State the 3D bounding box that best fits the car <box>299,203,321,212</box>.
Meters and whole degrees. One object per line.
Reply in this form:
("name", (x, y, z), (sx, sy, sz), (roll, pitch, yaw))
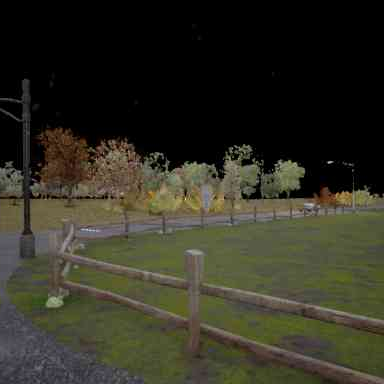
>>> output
("car", (18.818, 2.449, 53.000), (2.033, 1.411, 5.357), (-1, -2, 40))
